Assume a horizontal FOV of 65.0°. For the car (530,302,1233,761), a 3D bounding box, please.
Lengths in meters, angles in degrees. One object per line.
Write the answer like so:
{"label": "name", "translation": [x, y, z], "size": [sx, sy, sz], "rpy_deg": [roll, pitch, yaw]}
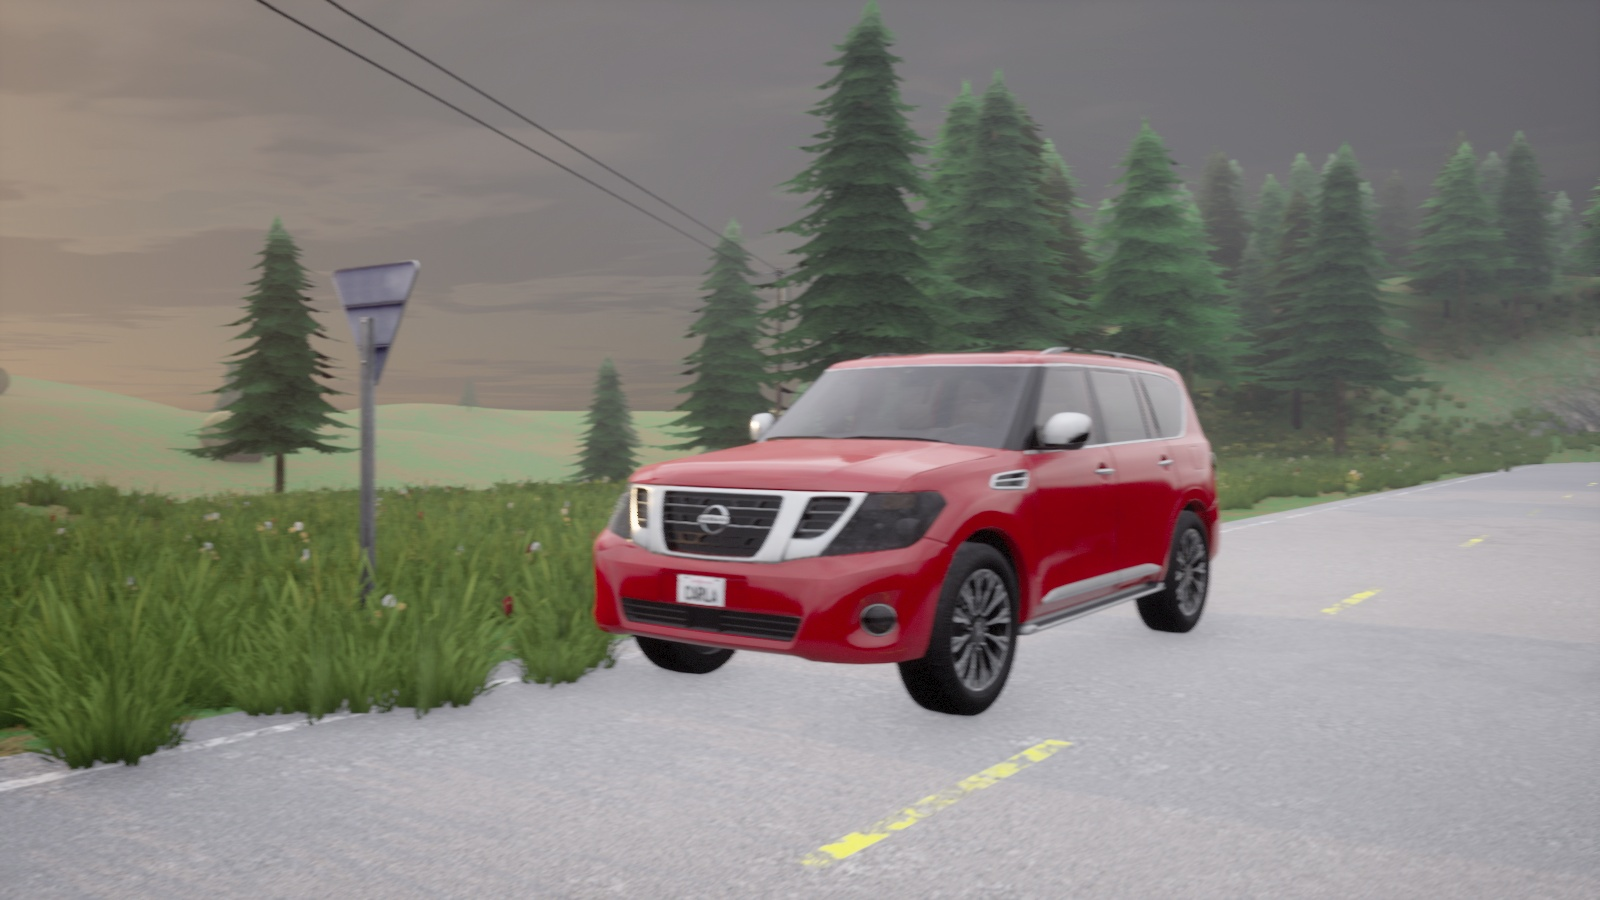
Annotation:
{"label": "car", "translation": [1.012, 0.322, 8.490], "size": [2.150, 2.045, 5.566], "rpy_deg": [1, 1, 35]}
